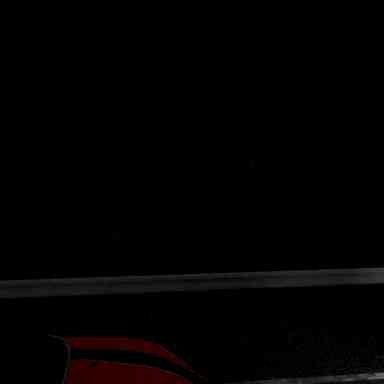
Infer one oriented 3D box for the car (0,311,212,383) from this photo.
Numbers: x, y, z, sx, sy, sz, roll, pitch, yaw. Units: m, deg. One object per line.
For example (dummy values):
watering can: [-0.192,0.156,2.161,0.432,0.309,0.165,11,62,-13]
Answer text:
car: [-1.869,1.352,1.646,4.553,1.767,2.097,0,0,-6]
